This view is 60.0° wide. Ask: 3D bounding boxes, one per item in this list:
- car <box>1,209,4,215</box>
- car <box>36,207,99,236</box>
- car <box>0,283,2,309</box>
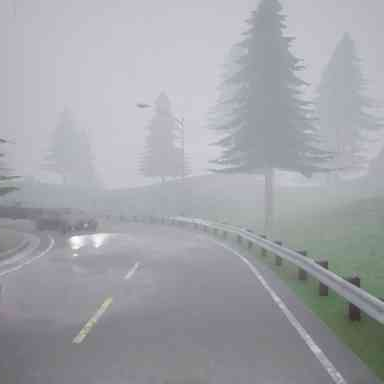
[{"bbox_3d":[-11.195,1.265,21.997,4.718,1.301,1.895,0,0,15],"label":"car"},{"bbox_3d":[-7.053,1.571,18.753,4.181,1.385,1.994,0,0,41],"label":"car"},{"bbox_3d":[-3.656,1.502,2.876,1.837,1.490,4.892,0,1,-1],"label":"car"}]
